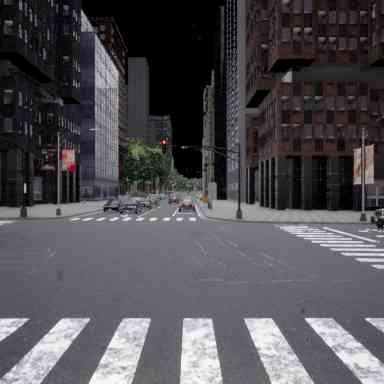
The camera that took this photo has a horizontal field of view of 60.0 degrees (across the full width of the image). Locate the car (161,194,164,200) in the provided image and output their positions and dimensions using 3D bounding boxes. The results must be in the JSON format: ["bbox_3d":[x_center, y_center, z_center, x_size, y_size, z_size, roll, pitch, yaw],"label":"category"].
[{"bbox_3d":[-9.370,1.449,87.850,2.192,1.841,5.009,0,0,0],"label":"car"}]

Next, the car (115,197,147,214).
[{"bbox_3d":[-6.421,1.548,35.494,2.033,1.411,5.357,0,0,-1],"label":"car"}]

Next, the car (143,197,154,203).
[{"bbox_3d":[-9.278,1.668,71.572,1.802,1.307,4.206,0,0,0],"label":"car"}]

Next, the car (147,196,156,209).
[{"bbox_3d":[-6.474,1.586,45.448,1.994,1.385,4.181,0,0,-1],"label":"car"}]

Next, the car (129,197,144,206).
[{"bbox_3d":[-9.186,1.570,55.124,1.752,1.417,4.829,0,0,0],"label":"car"}]

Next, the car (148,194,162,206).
[{"bbox_3d":[-6.510,1.551,55.642,1.837,1.490,4.892,0,0,0],"label":"car"}]

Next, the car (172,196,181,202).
[{"bbox_3d":[-3.535,1.583,75.638,1.812,1.442,4.674,0,0,0],"label":"car"}]

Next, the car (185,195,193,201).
[{"bbox_3d":[-0.844,1.574,87.885,1.967,1.590,4.097,0,0,0],"label":"car"}]

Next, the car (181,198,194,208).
[{"bbox_3d":[-0.632,1.614,49.910,1.802,1.307,4.206,0,0,0],"label":"car"}]

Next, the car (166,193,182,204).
[{"bbox_3d":[-3.480,1.423,65.600,2.097,1.767,4.553,0,0,0],"label":"car"}]

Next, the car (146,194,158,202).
[{"bbox_3d":[-9.309,1.417,76.998,2.192,1.841,5.009,0,0,0],"label":"car"}]

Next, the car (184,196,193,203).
[{"bbox_3d":[-0.754,1.612,71.780,1.752,1.417,4.829,0,0,0],"label":"car"}]

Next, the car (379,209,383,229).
[{"bbox_3d":[12.805,1.772,17.744,4.181,1.385,1.994,1,0,0],"label":"car"}]

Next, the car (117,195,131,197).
[{"bbox_3d":[-9.128,1.335,44.443,2.192,1.841,5.009,0,0,0],"label":"car"}]

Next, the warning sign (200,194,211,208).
[{"bbox_3d":[1.719,1.132,42.744,1.300,1.860,1.060,0,0,0],"label":"warning sign"}]

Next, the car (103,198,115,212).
[{"bbox_3d":[-9.097,1.574,39.016,1.947,1.339,4.313,0,0,0],"label":"car"}]

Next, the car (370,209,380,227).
[{"bbox_3d":[14.386,1.450,21.001,5.566,2.045,2.150,1,0,0],"label":"car"}]

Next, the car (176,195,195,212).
[{"bbox_3d":[-0.572,1.448,39.061,1.967,1.590,4.097,0,0,0],"label":"car"}]

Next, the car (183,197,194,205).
[{"bbox_3d":[-0.693,1.603,60.760,1.887,1.381,4.507,0,0,0],"label":"car"}]
